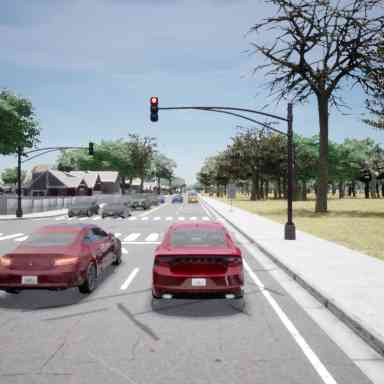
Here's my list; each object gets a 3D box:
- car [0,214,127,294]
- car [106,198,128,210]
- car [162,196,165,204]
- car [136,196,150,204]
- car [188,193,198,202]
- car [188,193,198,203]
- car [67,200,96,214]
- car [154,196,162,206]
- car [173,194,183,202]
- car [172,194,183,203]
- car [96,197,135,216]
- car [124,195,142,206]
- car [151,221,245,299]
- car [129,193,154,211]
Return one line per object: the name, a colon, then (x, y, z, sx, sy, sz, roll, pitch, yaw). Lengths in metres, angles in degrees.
car: (-3.130, 1.525, 8.697, 1.812, 1.442, 4.674, 0, 0, 0)
car: (-9.745, 1.517, 43.367, 1.812, 1.442, 4.674, 0, 0, 0)
car: (-6.384, 1.452, 65.136, 1.882, 1.535, 5.008, 0, 0, 1)
car: (-9.621, 1.521, 65.994, 2.033, 1.411, 5.357, 0, 0, 0)
car: (0.182, 1.191, 76.315, 2.150, 2.045, 5.566, 0, 0, 0)
car: (0.255, 1.452, 65.914, 1.882, 1.535, 5.008, 0, 0, 0)
car: (-9.776, 1.500, 30.443, 1.837, 1.490, 4.892, 0, 0, 0)
car: (-6.462, 1.490, 54.209, 1.837, 1.490, 4.892, 0, 0, 0)
car: (-3.068, 1.321, 76.287, 2.097, 1.767, 4.553, 0, 0, 0)
car: (-2.990, 1.500, 66.321, 1.812, 1.442, 4.674, 0, 0, 0)
car: (-6.530, 1.502, 29.071, 1.837, 1.490, 4.892, 0, 0, 0)
car: (-9.709, 1.335, 55.151, 2.097, 1.767, 4.553, 0, 0, 0)
car: (0.118, 1.477, 8.486, 1.882, 1.535, 5.008, 0, 0, 0)
car: (-6.502, 1.212, 41.268, 2.150, 2.045, 5.566, 0, 0, 0)
